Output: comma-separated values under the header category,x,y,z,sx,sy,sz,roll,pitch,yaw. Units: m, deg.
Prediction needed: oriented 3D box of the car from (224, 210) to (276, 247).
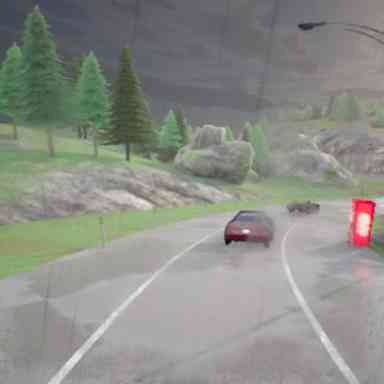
category,x,y,z,sx,sy,sz,roll,pitch,yaw
car,2.764,1.538,15.324,1.994,1.385,4.181,2,1,17

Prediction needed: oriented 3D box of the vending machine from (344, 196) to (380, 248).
category,x,y,z,sx,sy,sz,roll,pitch,yaw
vending machine,7.707,1.343,15.179,1.100,2.100,0.880,7,7,18

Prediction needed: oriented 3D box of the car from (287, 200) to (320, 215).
category,x,y,z,sx,sy,sz,roll,pitch,yaw
car,10.663,1.381,31.450,1.895,1.301,4.718,4,3,35
